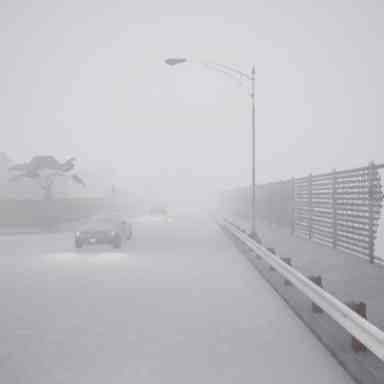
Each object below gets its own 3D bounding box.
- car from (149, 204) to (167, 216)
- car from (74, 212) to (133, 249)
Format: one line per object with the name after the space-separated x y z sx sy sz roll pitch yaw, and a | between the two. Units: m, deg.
-4.010 2.071 39.640 1.895 1.301 4.718 0 -1 0 | car
-4.003 1.720 15.746 1.812 1.442 4.674 0 -1 0 | car
